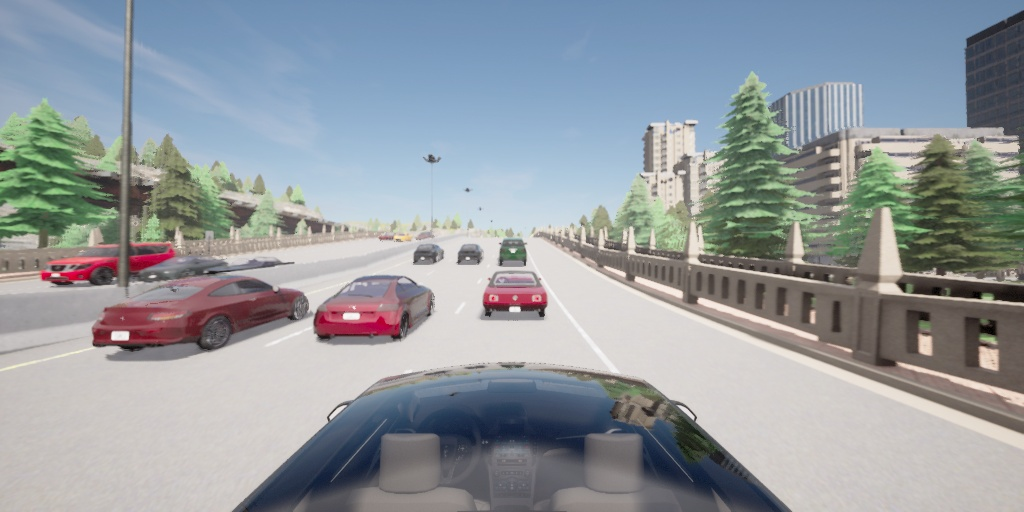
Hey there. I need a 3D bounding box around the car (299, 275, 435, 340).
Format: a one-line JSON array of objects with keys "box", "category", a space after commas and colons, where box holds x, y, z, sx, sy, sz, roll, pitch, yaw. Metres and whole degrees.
[{"box": [-3.411, 1.184, 9.621, 1.994, 1.385, 4.181, 0, 2, 0], "category": "car"}]

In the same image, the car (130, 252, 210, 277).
[{"box": [-17.609, 0.680, 19.541, 1.994, 1.385, 4.181, 0, 4, 0], "category": "car"}]

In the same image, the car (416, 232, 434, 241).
[{"box": [-14.084, -3.135, 58.024, 2.097, 1.767, 4.553, 0, 5, 0], "category": "car"}]

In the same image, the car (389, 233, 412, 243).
[{"box": [-17.577, -2.994, 57.863, 1.882, 1.535, 5.008, 0, 6, 0], "category": "car"}]

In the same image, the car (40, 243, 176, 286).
[{"box": [-21.110, 0.353, 19.312, 2.150, 2.045, 5.566, 0, 4, 0], "category": "car"}]

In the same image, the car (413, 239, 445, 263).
[{"box": [-6.918, -0.304, 30.142, 1.837, 1.490, 4.892, 0, 6, 0], "category": "car"}]

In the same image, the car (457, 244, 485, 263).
[{"box": [-3.418, -0.303, 30.138, 1.837, 1.490, 4.892, 0, 6, 0], "category": "car"}]

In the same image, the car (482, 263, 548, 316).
[{"box": [0.092, 1.122, 12.311, 1.895, 1.301, 4.718, 0, 2, 0], "category": "car"}]

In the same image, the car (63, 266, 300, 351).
[{"box": [-6.910, 1.175, 8.624, 1.812, 1.442, 4.674, 0, 2, 0], "category": "car"}]

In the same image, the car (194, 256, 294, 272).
[{"box": [-14.109, 0.720, 19.498, 1.895, 1.301, 4.718, 0, 4, 0], "category": "car"}]

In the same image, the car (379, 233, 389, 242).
[{"box": [-21.054, -3.184, 61.123, 1.895, 1.301, 4.718, 0, 5, 1], "category": "car"}]

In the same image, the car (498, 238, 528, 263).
[{"box": [0.084, -0.498, 29.201, 2.150, 2.045, 5.566, 0, 6, 0], "category": "car"}]
